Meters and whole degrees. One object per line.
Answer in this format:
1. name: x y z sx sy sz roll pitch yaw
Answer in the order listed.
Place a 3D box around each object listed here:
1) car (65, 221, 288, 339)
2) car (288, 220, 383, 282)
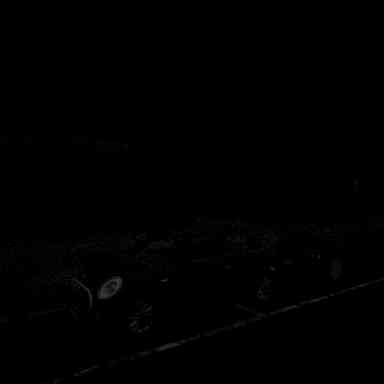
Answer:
1. car: -0.293 1.441 6.534 4.097 1.590 1.967 0 1 -35
2. car: 4.295 1.545 9.790 4.507 1.381 1.887 0 1 -35
